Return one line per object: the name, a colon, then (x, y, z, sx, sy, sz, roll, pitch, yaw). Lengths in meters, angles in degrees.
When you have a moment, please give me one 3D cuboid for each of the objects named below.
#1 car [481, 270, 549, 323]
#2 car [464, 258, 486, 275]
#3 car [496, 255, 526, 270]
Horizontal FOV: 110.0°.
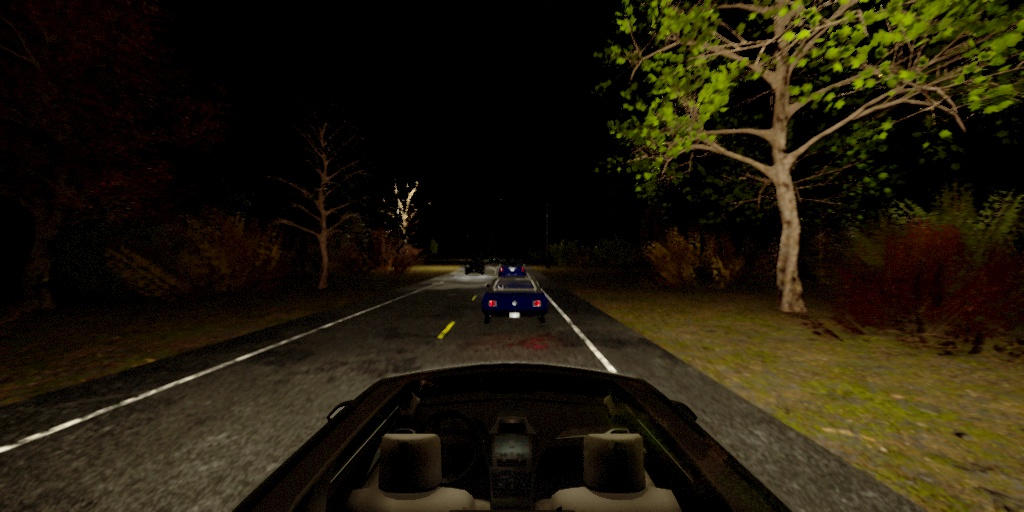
car: (0.076, 1.333, 12.070, 1.895, 1.301, 4.718, 0, 0, 0)
car: (-3.759, 1.183, 36.983, 1.837, 1.490, 4.892, 0, 0, -1)
car: (0.022, 1.051, 28.613, 2.097, 1.767, 4.553, 0, 0, 0)
